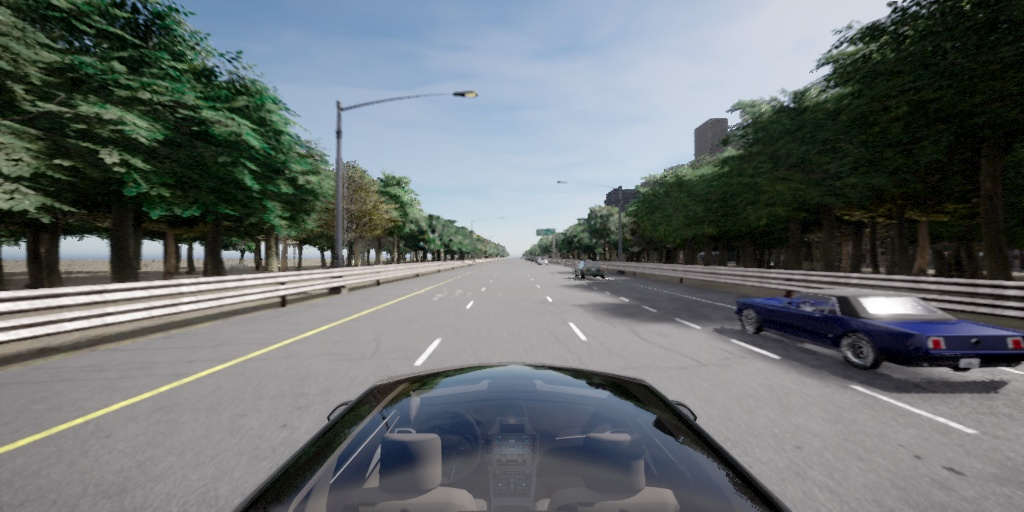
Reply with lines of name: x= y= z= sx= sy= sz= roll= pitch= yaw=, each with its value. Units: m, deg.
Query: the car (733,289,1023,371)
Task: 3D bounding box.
car: x=6.998 y=1.362 z=7.700 sx=1.895 sy=1.301 sz=4.718 roll=0 pitch=0 yaw=0

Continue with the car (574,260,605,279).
car: x=7.037 y=1.165 z=33.086 sx=2.097 sy=1.767 sz=4.553 roll=0 pitch=0 yaw=0
